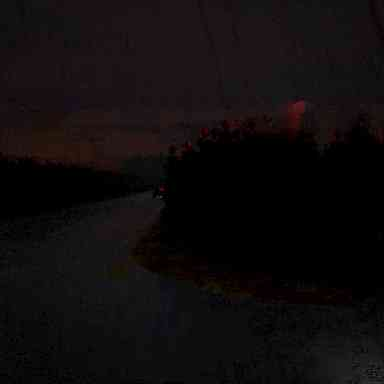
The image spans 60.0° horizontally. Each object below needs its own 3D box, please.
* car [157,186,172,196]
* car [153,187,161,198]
[{"bbox_3d":[-4.724,-0.249,57.937,2.128,1.511,4.902,1,2,-1],"label":"car"},{"bbox_3d":[-4.498,0.111,47.358,2.033,1.411,5.357,1,2,-1],"label":"car"}]
